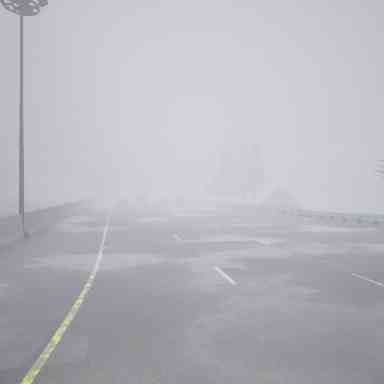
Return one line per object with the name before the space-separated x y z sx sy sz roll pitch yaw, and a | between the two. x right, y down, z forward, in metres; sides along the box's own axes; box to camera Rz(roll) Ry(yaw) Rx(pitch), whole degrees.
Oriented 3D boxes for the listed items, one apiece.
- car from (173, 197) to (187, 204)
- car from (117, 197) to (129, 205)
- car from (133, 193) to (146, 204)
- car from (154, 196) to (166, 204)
car | -2.248 1.547 61.987 2.033 1.411 5.357 0 0 -12
car | -12.282 1.547 58.893 2.033 1.411 5.357 0 0 -15
car | -10.326 1.221 65.863 2.150 2.045 5.566 0 0 -13
car | -5.995 1.547 62.658 2.033 1.411 5.357 0 0 -12
